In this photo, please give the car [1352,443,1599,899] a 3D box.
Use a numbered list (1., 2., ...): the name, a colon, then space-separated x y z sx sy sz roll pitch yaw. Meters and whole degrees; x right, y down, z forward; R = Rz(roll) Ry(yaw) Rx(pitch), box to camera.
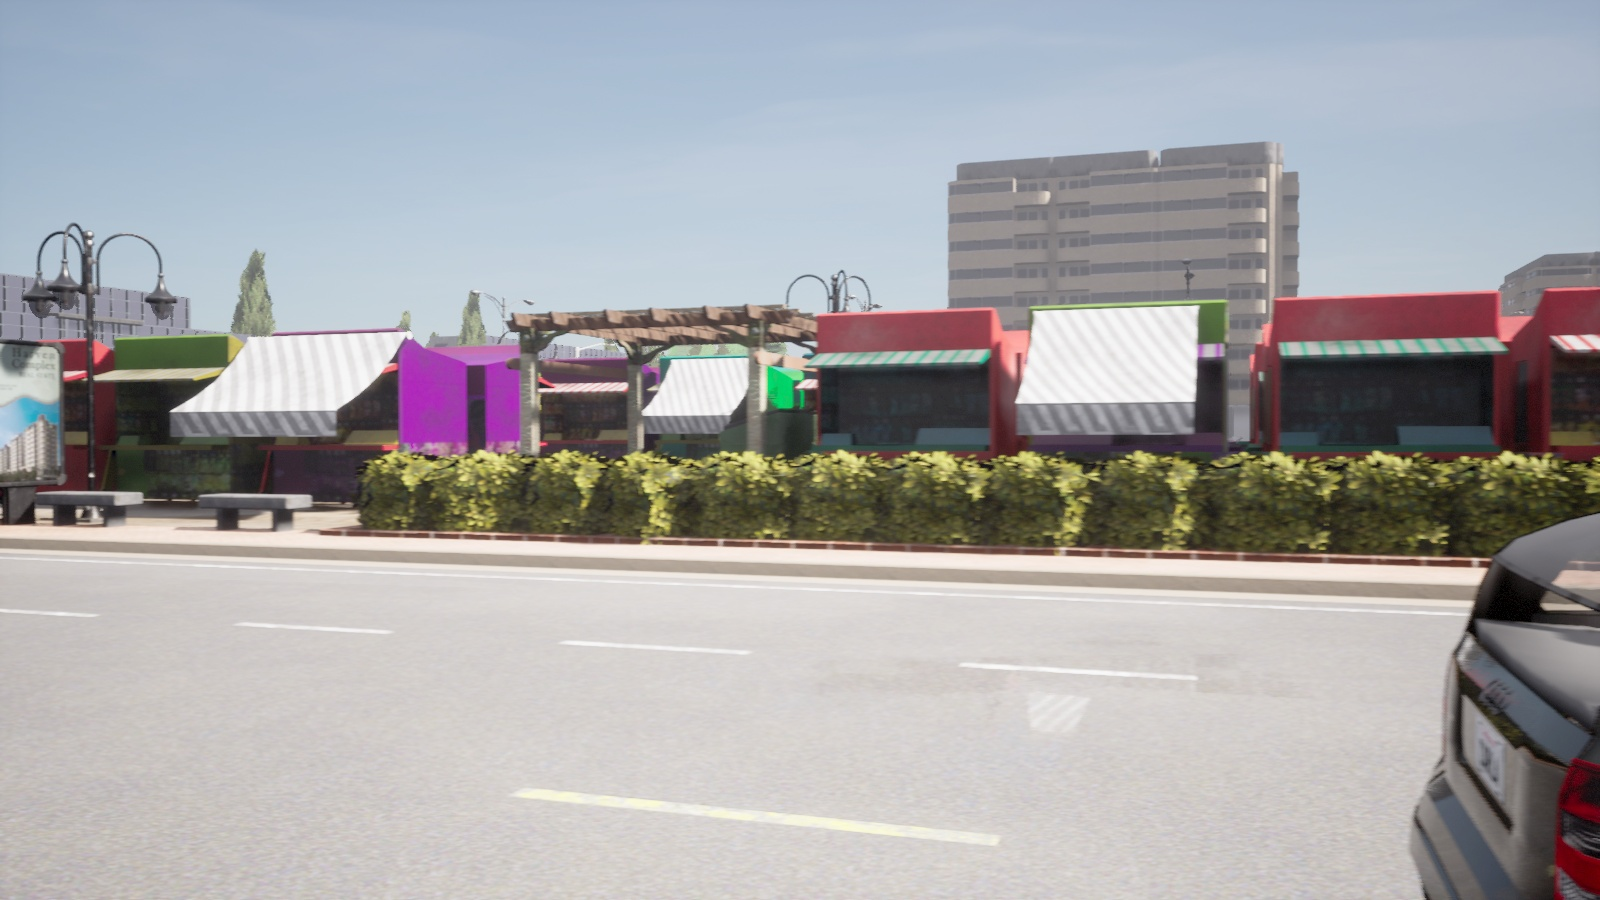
1. car: 3.061 0.782 2.162 3.705 1.549 1.789 0 1 19
